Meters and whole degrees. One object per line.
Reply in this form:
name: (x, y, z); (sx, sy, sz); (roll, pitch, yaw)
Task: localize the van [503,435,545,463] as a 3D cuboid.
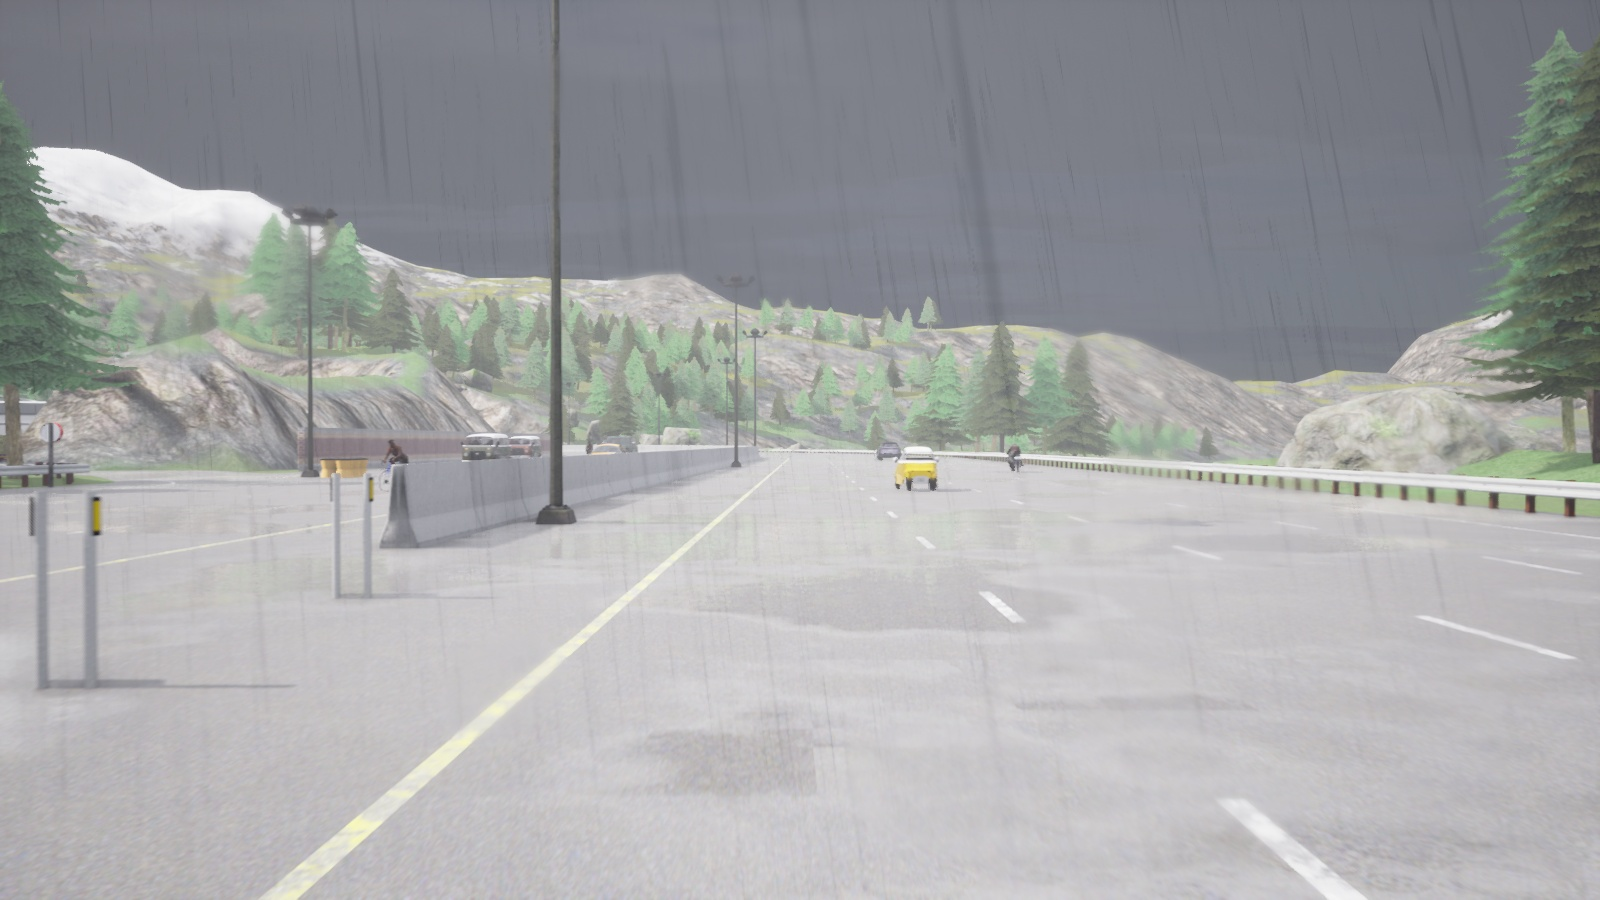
van: (-20.448, -0.072, 93.165); (2.069, 2.038, 4.480); (0, 0, 0)

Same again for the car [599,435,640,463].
car: (-13.416, -0.071, 93.609); (2.150, 2.045, 5.566); (0, 0, 1)

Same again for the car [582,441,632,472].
car: (-10.104, 0.304, 66.136); (1.801, 1.575, 5.366); (0, 0, 0)

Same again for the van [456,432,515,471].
van: (-17.091, 0.072, 68.434); (2.069, 2.038, 4.480); (0, 0, 0)

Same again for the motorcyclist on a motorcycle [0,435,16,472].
motorcyclist on a motorcycle: (-37.061, 0.148, 57.124); (2.350, 1.649, 0.766); (0, 0, 0)

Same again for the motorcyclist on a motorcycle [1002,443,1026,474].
motorcyclist on a motorcycle: (10.883, 0.430, 63.873); (0.866, 1.530, 2.191); (0, 0, 0)

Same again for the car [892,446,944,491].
car: (3.746, 0.578, 40.078); (1.481, 1.376, 2.207); (0, 1, 0)
